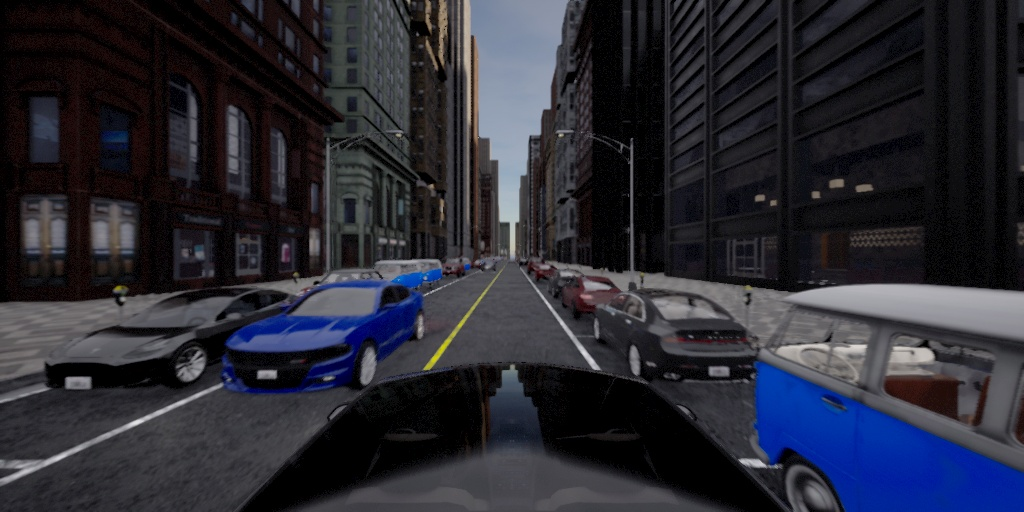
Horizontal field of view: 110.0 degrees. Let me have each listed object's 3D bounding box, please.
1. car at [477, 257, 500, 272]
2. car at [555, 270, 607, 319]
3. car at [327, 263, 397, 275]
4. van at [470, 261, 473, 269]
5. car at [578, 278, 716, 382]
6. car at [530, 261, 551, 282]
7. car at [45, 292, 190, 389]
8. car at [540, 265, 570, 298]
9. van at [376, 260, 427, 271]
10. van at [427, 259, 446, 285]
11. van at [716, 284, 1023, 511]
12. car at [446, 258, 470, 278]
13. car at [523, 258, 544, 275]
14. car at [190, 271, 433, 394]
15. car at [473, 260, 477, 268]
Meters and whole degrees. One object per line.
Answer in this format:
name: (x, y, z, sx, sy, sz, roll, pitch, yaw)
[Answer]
car: (-3.089, 1.300, 47.698, 2.128, 1.511, 4.902, 0, 0, 0)
car: (2.761, 1.342, 12.600, 1.802, 1.307, 4.207, 0, 0, 0)
car: (-5.764, 1.200, 12.583, 1.967, 1.591, 4.097, 0, 0, 0)
van: (-5.769, 1.139, 40.764, 1.690, 1.789, 3.998, 0, 0, 0)
car: (2.761, 1.305, 6.964, 2.007, 1.370, 4.403, 0, 0, 0)
car: (2.758, 1.327, 29.508, 1.888, 1.381, 4.507, 0, 0, 0)
car: (-5.764, 1.320, 6.946, 1.948, 1.339, 4.313, 0, 0, 0)
car: (2.760, 1.317, 18.236, 2.007, 1.370, 4.403, 0, 0, 0)
van: (-5.765, 1.108, 18.219, 1.690, 1.789, 3.998, 0, 0, 0)
van: (-5.766, 1.115, 23.856, 1.690, 1.789, 3.998, 0, 0, 0)
van: (2.762, 1.091, 1.328, 1.690, 1.789, 3.998, 0, 0, 0)
car: (-5.768, 1.104, 35.128, 2.192, 1.841, 5.009, 0, 0, 0)
car: (2.757, 1.113, 40.780, 2.192, 1.841, 5.009, 0, 0, 0)
car: (-3.102, 1.232, 7.039, 1.882, 1.535, 5.008, 0, 0, 0)
car: (-5.771, 1.374, 57.675, 1.888, 1.381, 4.507, 0, 0, 0)
